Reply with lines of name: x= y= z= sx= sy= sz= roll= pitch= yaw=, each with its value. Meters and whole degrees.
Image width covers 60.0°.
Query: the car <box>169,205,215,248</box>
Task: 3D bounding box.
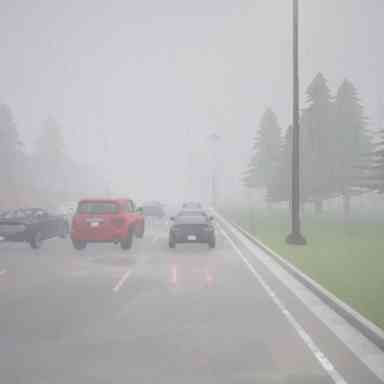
car: x=0.000 y=1.530 z=14.650 sx=1.812 sy=1.442 sz=4.674 roll=0 pitch=0 yaw=0

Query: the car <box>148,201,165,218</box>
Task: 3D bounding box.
car: x=-3.500 y=1.530 z=29.650 sx=1.812 sy=1.442 sz=4.674 roll=0 pitch=0 yaw=0

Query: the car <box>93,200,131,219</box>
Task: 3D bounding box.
car: x=-7.000 y=1.492 z=29.650 sx=2.128 sy=1.511 sz=4.902 roll=0 pitch=0 yaw=0

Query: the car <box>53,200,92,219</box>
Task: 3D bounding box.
car: x=-10.500 y=1.530 z=29.650 sx=1.812 sy=1.442 sz=4.674 roll=0 pitch=0 yaw=0

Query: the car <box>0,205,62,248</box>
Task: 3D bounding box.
car: x=-7.000 y=1.492 z=14.650 sx=2.128 sy=1.511 sz=4.902 roll=0 pitch=0 yaw=0

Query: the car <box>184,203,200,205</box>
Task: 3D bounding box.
car: x=0.000 y=1.614 z=29.680 sx=1.895 sy=1.301 sz=4.718 roll=0 pitch=0 yaw=0

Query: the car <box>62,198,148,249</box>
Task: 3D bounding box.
car: x=-3.500 y=1.255 z=14.680 sx=2.150 sy=2.045 sz=5.566 roll=0 pitch=0 yaw=0
